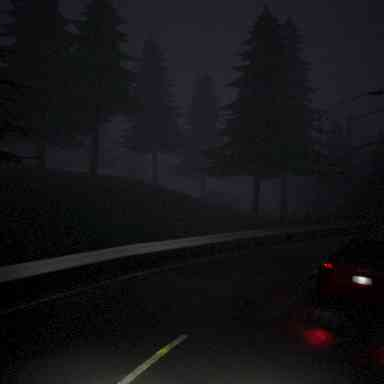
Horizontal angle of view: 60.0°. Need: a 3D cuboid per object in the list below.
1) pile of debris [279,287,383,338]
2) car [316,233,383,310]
[{"bbox_3d":[2.795,2.254,6.455,1.500,0.140,1.860,0,-1,39],"label":"pile of debris"},{"bbox_3d":[4.537,1.658,7.706,1.994,1.385,4.181,0,-1,42],"label":"car"}]
